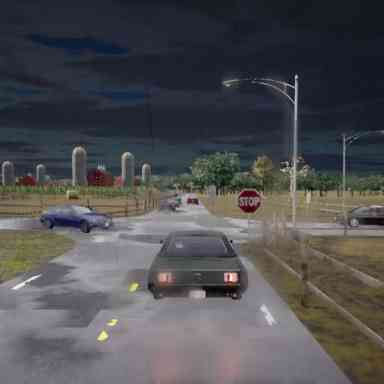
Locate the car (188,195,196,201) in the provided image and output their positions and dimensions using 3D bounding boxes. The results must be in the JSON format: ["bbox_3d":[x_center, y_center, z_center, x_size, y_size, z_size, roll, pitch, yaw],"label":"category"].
[{"bbox_3d":[0.039,1.439,78.580,1.994,1.385,4.181,0,0,0],"label":"car"}]

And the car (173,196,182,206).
[{"bbox_3d":[-2.818,1.516,48.224,1.994,1.385,4.181,0,0,0],"label":"car"}]

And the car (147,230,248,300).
[{"bbox_3d":[0.107,1.597,8.339,1.895,1.301,4.718,0,0,0],"label":"car"}]

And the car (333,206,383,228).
[{"bbox_3d":[12.716,1.748,23.929,4.892,1.490,1.837,1,1,0],"label":"car"}]

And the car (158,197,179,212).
[{"bbox_3d":[-2.784,1.570,38.151,1.895,1.301,4.718,0,0,-1],"label":"car"}]

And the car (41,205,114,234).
[{"bbox_3d":[-6.639,1.466,19.076,4.674,1.442,1.812,1,0,28],"label":"car"}]

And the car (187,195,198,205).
[{"bbox_3d":[0.129,1.408,59.399,1.882,1.535,5.008,0,0,0],"label":"car"}]

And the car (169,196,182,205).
[{"bbox_3d":[-2.798,1.479,58.698,2.033,1.411,5.357,0,0,0],"label":"car"}]
